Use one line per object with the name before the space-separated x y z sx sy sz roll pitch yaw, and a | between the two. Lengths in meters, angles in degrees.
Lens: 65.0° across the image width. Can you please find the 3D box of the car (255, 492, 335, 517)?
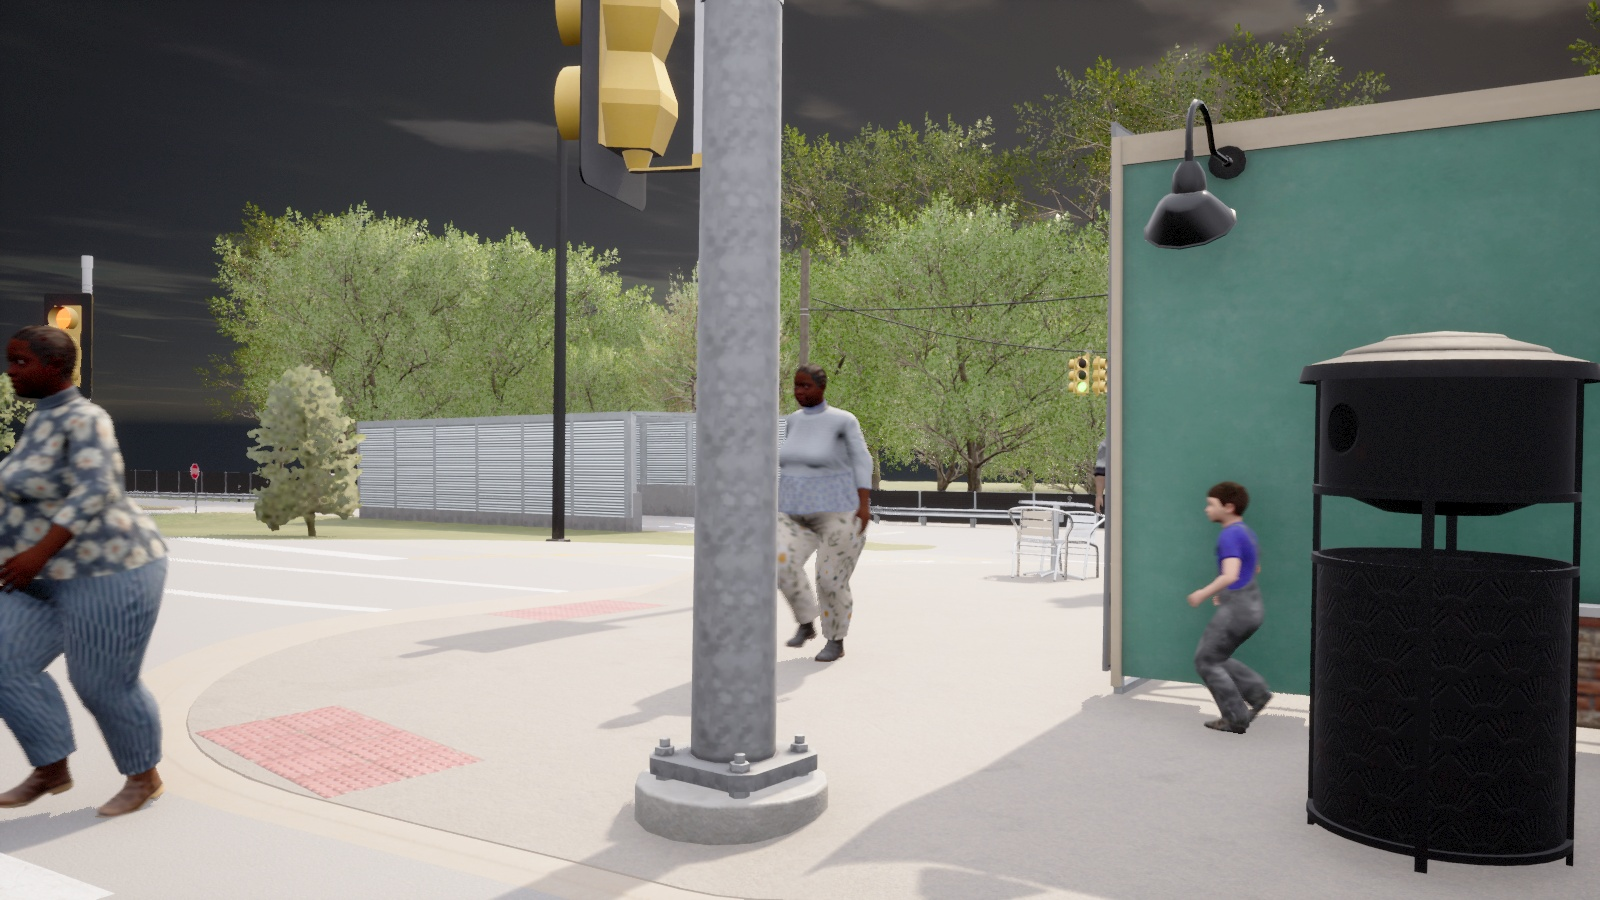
car | -29.019 3.113 72.156 4.718 1.301 1.895 -1 0 34

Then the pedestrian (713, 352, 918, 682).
pedestrian | 0.100 0.367 7.683 0.874 1.855 0.900 1 1 41

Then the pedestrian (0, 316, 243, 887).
pedestrian | -2.727 0.486 4.631 0.874 1.855 0.900 0 1 37

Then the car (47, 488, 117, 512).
car | -48.660 3.398 85.102 4.902 1.511 2.128 -2 0 34

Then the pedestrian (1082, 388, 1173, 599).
pedestrian | 3.190 0.396 12.194 0.659 1.952 0.873 0 1 29

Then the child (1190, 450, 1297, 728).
child | 2.097 0.633 5.937 0.437 1.263 0.270 0 1 30
